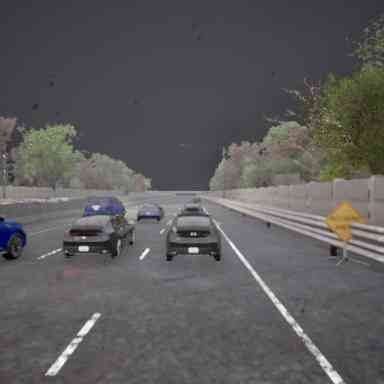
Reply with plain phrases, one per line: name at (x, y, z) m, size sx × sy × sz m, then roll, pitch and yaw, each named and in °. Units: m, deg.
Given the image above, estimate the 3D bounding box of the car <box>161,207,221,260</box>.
car at (0.059, 1.549, 12.612) m, size 1.837 × 1.490 × 4.892 m, roll 0°, pitch 0°, yaw 0°

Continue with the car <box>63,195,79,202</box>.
car at (-17.589, 1.438, 51.731) m, size 2.150 × 2.045 × 5.566 m, roll 0°, pitch 0°, yaw 0°

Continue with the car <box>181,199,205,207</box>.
car at (0.053, 1.614, 28.026) m, size 1.837 × 1.490 × 4.892 m, roll 0°, pitch 0°, yaw 0°

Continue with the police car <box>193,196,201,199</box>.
police car at (1.177, 1.795, 79.982) m, size 1.930 × 1.638 × 5.238 m, roll 0°, pitch 0°, yaw 0°

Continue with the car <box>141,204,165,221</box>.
car at (-3.445, 1.672, 28.437) m, size 1.994 × 1.385 × 4.181 m, roll 0°, pitch 0°, yaw 0°

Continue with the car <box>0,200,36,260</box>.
car at (-6.959, 1.246, 9.463) m, size 2.150 × 2.045 × 5.566 m, roll 0°, pitch -1°, yaw 1°

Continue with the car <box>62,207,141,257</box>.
car at (-3.438, 1.552, 13.023) m, size 1.837 × 1.490 × 4.892 m, roll 0°, pitch 0°, yaw 0°

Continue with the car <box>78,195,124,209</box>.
car at (-6.952, 1.325, 26.839) m, size 2.150 × 2.045 × 5.566 m, roll 0°, pitch 0°, yaw 0°

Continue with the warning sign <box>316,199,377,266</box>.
warning sign at (4.543, 1.150, 9.876) m, size 1.300 × 1.860 × 1.060 m, roll 0°, pitch 0°, yaw 0°

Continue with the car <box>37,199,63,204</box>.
car at (-21.087, 1.761, 51.053) m, size 2.033 × 1.411 × 5.357 m, roll 0°, pitch 0°, yaw 1°
